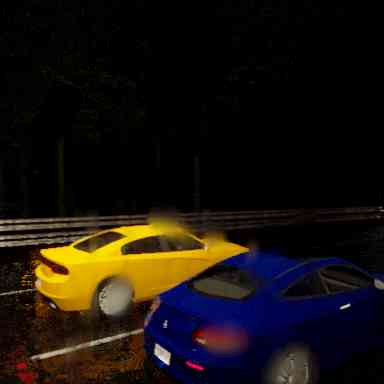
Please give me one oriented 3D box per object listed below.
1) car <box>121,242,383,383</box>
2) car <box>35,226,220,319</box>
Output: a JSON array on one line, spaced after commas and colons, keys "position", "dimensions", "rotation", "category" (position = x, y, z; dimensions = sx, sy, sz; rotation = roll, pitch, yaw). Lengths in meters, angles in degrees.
[{"position": [1.556, 1.559, 4.861], "dimensions": [4.674, 1.442, 1.812], "rotation": [1, 0, -36], "category": "car"}, {"position": [-0.765, 1.509, 7.505], "dimensions": [5.008, 1.535, 1.882], "rotation": [1, 0, -36], "category": "car"}]
